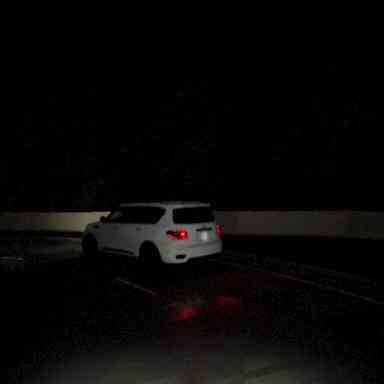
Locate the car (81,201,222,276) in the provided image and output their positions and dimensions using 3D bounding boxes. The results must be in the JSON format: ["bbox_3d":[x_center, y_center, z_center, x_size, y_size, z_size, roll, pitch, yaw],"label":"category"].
[{"bbox_3d":[-1.544,1.330,11.026,2.150,2.045,5.566,0,-1,-45],"label":"car"}]
